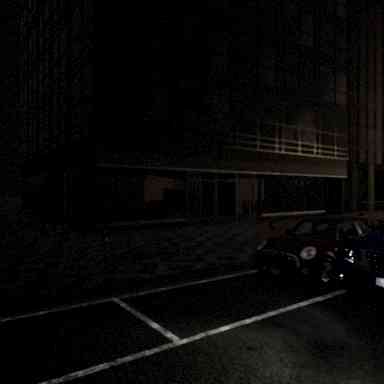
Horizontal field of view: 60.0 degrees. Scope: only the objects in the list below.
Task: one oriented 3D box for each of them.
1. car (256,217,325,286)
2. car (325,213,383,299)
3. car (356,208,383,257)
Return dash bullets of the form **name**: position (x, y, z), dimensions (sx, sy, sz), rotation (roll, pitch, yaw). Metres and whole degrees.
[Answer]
- **car**: position (3.689, 1.447, 9.399), dimensions (4.097, 1.590, 1.967), rotation (0, 0, -36)
- **car**: position (5.592, 1.229, 7.359), dimensions (5.566, 2.045, 2.150), rotation (0, 0, -35)
- **car**: position (8.280, 1.455, 12.674), dimensions (4.097, 1.590, 1.967), rotation (0, 0, -36)
